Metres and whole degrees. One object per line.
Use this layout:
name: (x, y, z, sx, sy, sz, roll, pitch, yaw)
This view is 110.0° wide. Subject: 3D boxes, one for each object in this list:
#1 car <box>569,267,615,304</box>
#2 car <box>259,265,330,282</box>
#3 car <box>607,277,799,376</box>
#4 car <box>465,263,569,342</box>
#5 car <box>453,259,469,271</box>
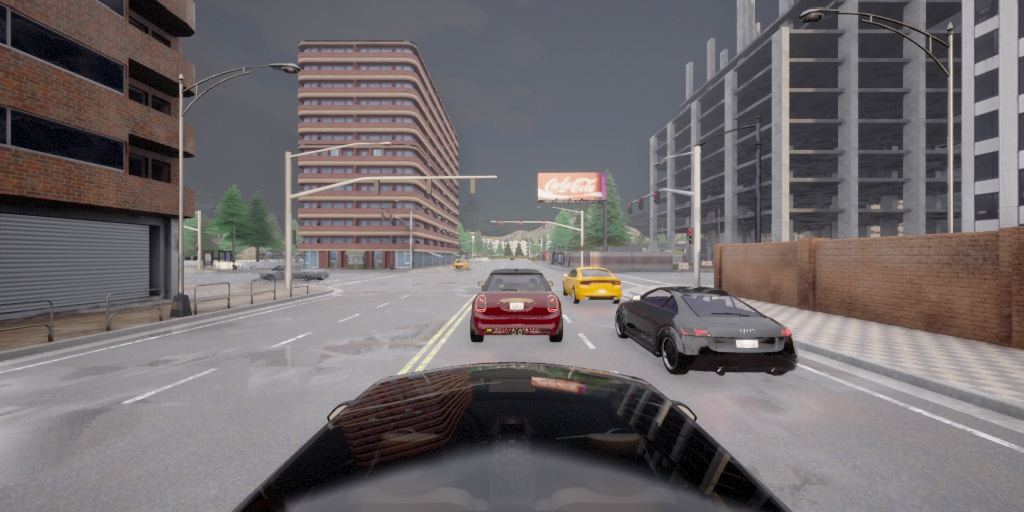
car: (3.505, 1.228, 16.431, 1.882, 1.535, 5.008, 0, 0, 0)
car: (-16.899, 1.351, 28.052, 4.718, 1.301, 1.895, 0, 0, 4)
car: (3.601, 1.314, 7.498, 1.994, 1.385, 4.181, 0, 0, 0)
car: (0.104, 1.102, 9.904, 2.097, 1.767, 4.553, 0, 0, 0)
car: (-7.081, 1.228, 50.329, 1.882, 1.535, 5.008, 0, 0, 0)
